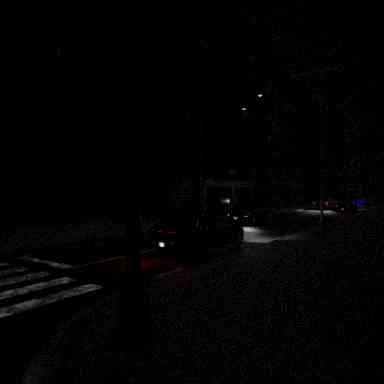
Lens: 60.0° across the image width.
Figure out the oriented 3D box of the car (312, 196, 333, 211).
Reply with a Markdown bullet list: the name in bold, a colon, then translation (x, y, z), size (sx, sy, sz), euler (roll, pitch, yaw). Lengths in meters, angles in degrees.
- **car**: translation (16.450, 1.342, 41.312), size (2.097, 1.767, 4.553), euler (0, 0, 35)

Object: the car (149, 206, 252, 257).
- **car**: translation (0.364, 1.510, 13.142), size (1.837, 1.490, 4.892), euler (0, 0, 35)

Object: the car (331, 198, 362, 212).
- **car**: translation (17.838, 1.605, 38.351), size (1.895, 1.301, 4.718), euler (0, 0, 35)

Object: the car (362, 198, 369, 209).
- **car**: translation (23.586, 1.537, 46.749), size (1.812, 1.442, 4.674), euler (0, 0, 35)

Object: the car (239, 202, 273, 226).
- **car**: translation (4.217, 1.498, 23.730), size (1.837, 1.490, 4.892), euler (0, 0, 35)
